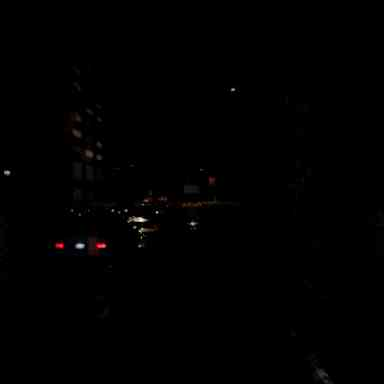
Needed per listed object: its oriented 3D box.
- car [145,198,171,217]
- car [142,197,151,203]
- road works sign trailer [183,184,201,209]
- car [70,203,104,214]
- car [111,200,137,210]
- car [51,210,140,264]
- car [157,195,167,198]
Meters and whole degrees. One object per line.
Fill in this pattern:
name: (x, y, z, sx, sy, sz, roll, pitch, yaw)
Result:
car: (-3.180, 1.611, 32.737, 1.837, 1.490, 4.892, 0, 0, 0)
car: (-9.818, 1.733, 73.210, 1.812, 1.442, 4.674, 0, 0, 0)
road works sign trailer: (-0.045, 0.627, 47.776, 2.380, 3.560, 2.880, 0, 0, 0)
car: (-9.878, 1.703, 31.523, 1.895, 1.301, 4.718, 0, 0, 0)
car: (-6.625, 1.611, 32.617, 1.837, 1.490, 4.892, 0, 0, 0)
car: (-3.161, 1.584, 11.895, 2.033, 1.411, 5.357, 0, 0, 0)
car: (-6.569, 1.523, 74.076, 2.097, 1.767, 4.553, 0, 0, 0)
